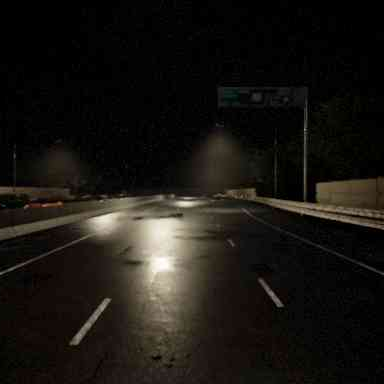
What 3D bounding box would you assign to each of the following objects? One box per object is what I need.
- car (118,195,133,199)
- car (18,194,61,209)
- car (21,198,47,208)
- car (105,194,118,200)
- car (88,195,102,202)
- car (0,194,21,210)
[{"bbox_3d":[-14.024,1.455,72.421,2.128,1.511,4.902,0,0,0],"label":"car"},{"bbox_3d":[-14.098,1.351,31.687,2.097,1.767,4.553,0,0,0],"label":"car"},{"bbox_3d":[-23.879,1.603,50.431,1.895,1.301,4.718,0,0,-3],"label":"car"},{"bbox_3d":[-17.524,1.276,72.867,2.097,1.767,4.553,0,0,0],"label":"car"},{"bbox_3d":[-21.024,1.407,72.419,1.882,1.535,5.008,0,0,0],"label":"car"},{"bbox_3d":[-17.600,1.221,31.948,2.150,2.045,5.566,0,0,0],"label":"car"}]
